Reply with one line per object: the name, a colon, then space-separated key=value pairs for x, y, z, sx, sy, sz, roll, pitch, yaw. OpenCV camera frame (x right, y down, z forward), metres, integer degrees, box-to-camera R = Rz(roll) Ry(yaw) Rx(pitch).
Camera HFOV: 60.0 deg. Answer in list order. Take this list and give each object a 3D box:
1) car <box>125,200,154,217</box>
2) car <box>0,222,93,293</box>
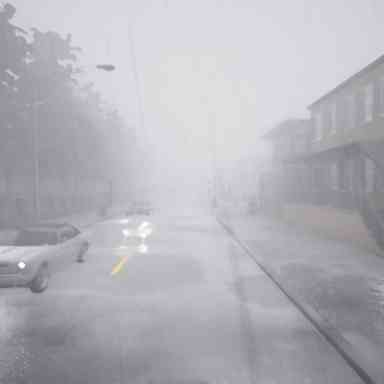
car: x=-4.389 y=1.341 z=28.126 sx=1.895 sy=1.301 sz=4.718 roll=-1 pitch=1 yaw=0
car: x=-4.190 y=1.547 z=8.862 sx=1.895 sy=1.301 sz=4.718 roll=-1 pitch=1 yaw=-1
